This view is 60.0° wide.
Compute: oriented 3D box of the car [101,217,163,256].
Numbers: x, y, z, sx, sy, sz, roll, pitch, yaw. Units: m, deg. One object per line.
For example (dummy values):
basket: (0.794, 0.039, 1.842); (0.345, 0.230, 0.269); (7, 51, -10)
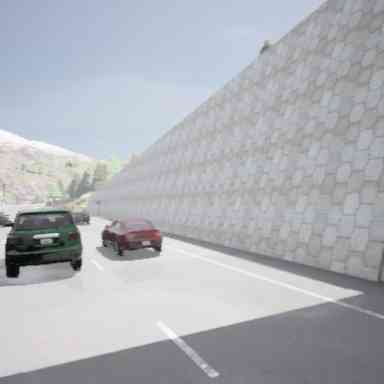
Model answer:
car: (-2.728, 1.822, 14.633); (1.812, 1.442, 4.674); (-2, -1, -26)

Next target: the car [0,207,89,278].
car: (-5.320, 1.582, 11.934); (2.150, 2.045, 5.566); (-2, -1, -26)

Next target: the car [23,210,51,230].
car: (-14.053, 2.481, 30.109); (2.033, 1.411, 5.357); (-2, -1, -26)
